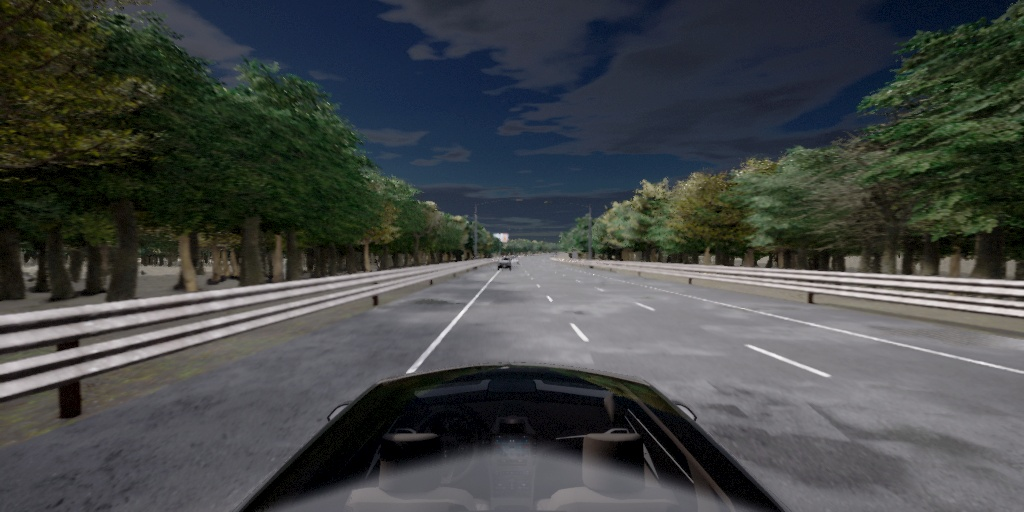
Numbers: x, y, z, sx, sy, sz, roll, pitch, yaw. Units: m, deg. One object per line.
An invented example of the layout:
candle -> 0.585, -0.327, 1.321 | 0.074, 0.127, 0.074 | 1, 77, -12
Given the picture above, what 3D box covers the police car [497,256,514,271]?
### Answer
police car -> -1.030, 1.171, 50.367 | 1.930, 1.638, 5.238 | 0, 0, 0
